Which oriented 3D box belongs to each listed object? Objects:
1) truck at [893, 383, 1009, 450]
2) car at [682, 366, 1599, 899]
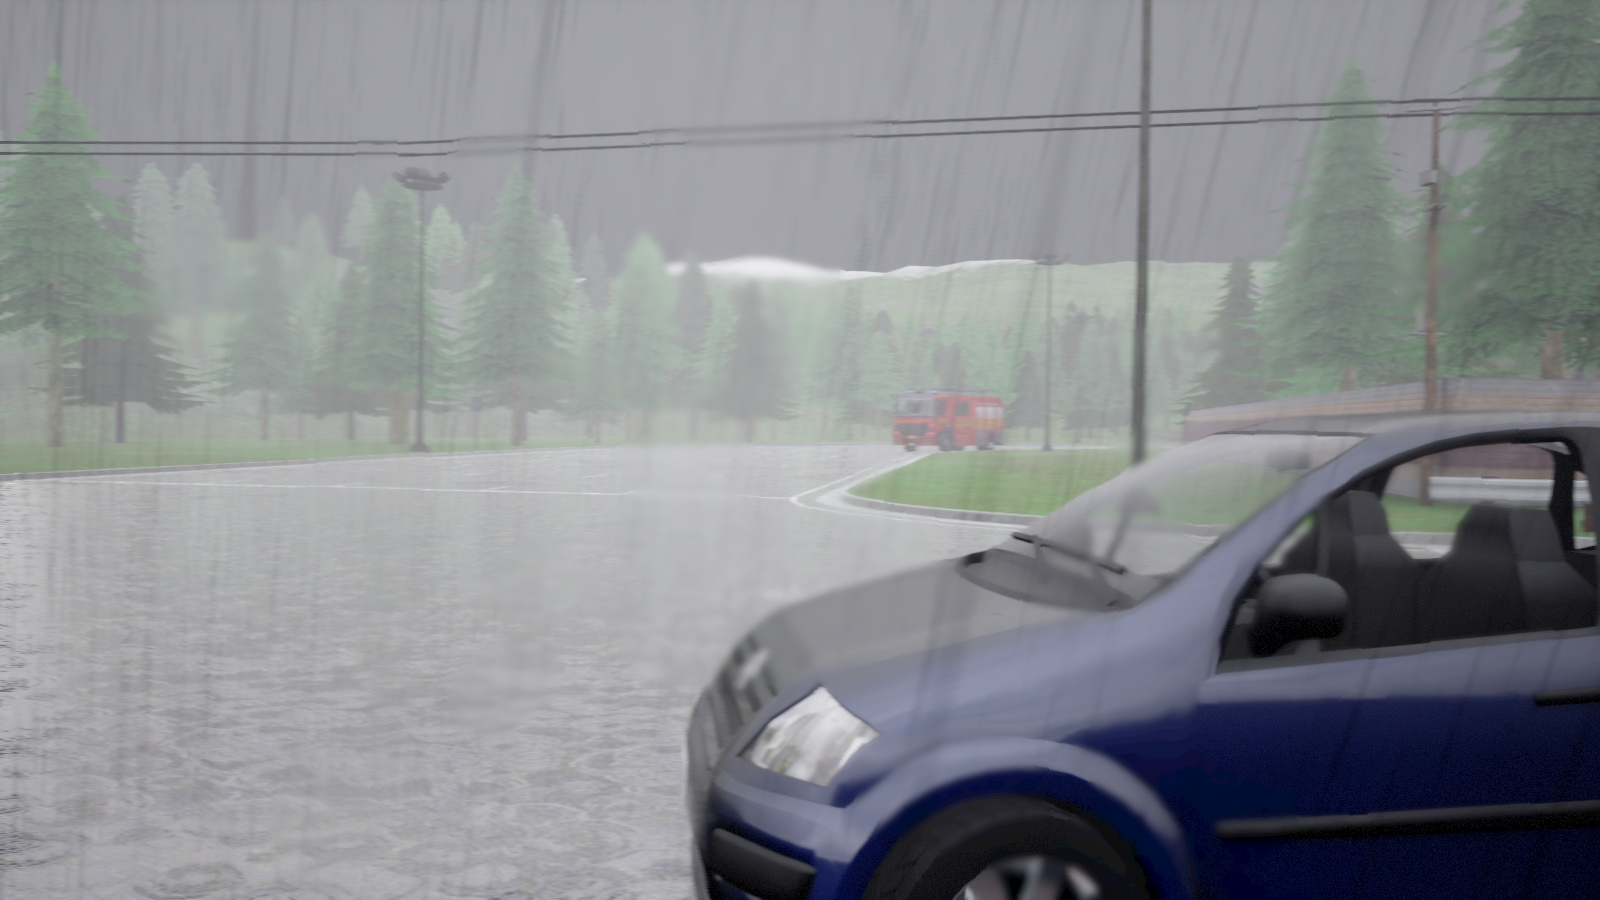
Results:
[{"bbox_3d":[9.196,-1.996,75.455,2.891,3.827,8.468,0,1,38],"label":"truck"},{"bbox_3d":[1.678,0.602,3.772,3.988,1.617,1.851,-1,1,-7],"label":"car"}]
